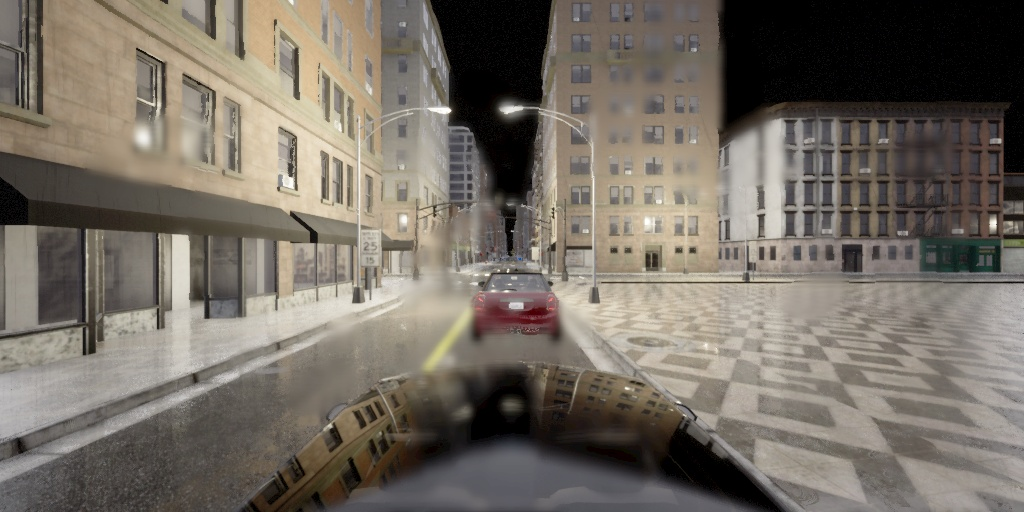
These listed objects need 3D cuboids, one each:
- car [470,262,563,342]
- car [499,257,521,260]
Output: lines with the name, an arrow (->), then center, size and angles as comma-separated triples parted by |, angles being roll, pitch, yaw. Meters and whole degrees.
car -> 0.106, 1.101, 9.932 | 2.097, 1.767, 4.553 | 0, 0, 0
car -> 0.057, 1.100, 19.748 | 2.097, 1.767, 4.553 | 0, 0, -1
